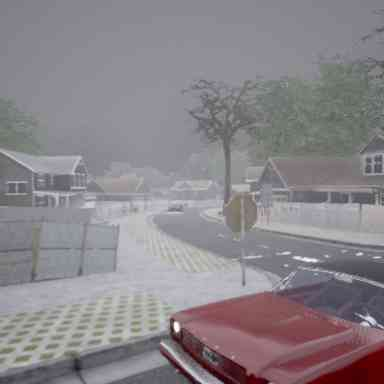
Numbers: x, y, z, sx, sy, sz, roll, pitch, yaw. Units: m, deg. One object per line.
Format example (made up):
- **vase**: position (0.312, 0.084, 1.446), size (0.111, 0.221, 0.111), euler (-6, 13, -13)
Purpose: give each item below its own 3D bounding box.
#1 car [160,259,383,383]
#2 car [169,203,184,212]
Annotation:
- **car**: position (2.014, 1.649, 4.277), size (4.718, 1.301, 1.895), euler (2, -1, -33)
- **car**: position (-2.495, 2.488, 53.640), size (1.994, 1.385, 4.181), euler (-1, -1, 7)
